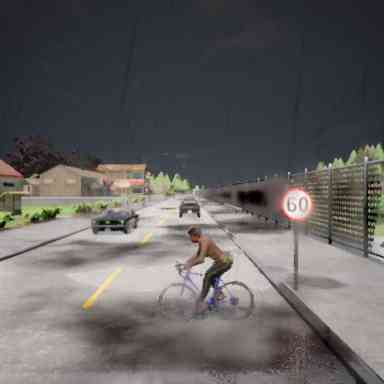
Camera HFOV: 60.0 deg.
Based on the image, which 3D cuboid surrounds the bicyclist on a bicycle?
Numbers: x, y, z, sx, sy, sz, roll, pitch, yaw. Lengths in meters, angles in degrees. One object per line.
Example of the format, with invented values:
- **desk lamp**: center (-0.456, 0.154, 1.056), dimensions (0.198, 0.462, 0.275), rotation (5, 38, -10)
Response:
- **bicyclist on a bicycle**: center (0.232, 1.435, 5.742), dimensions (1.656, 1.620, 0.582), rotation (-2, 0, -1)

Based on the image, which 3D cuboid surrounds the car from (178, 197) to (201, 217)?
- **car**: center (-0.213, 1.495, 31.426), dimensions (1.837, 1.490, 4.892), rotation (0, -1, -1)

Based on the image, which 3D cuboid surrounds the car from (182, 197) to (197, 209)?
- **car**: center (-0.360, 1.497, 45.102), dimensions (1.837, 1.490, 4.892), rotation (0, 0, -1)

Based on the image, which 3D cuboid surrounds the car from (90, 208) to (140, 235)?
- **car**: center (-4.231, 1.598, 18.919), dimensions (1.895, 1.301, 4.718), rotation (0, 0, 0)
